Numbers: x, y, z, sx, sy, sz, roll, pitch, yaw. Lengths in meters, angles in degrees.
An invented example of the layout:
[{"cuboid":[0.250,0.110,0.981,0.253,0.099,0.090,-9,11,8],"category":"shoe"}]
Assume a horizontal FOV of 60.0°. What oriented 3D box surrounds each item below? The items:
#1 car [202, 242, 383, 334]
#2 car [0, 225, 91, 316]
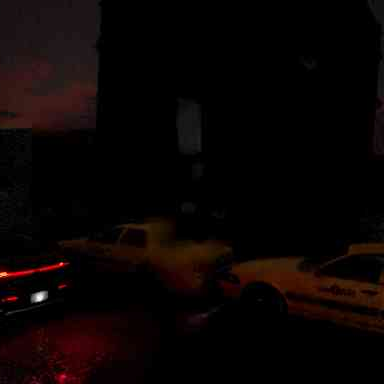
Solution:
[{"cuboid":[2.982,1.478,5.392,5.366,1.575,1.946,1,0,36],"category":"car"},{"cuboid":[-4.441,1.457,6.979,4.892,1.490,1.837,1,0,37],"category":"car"}]
